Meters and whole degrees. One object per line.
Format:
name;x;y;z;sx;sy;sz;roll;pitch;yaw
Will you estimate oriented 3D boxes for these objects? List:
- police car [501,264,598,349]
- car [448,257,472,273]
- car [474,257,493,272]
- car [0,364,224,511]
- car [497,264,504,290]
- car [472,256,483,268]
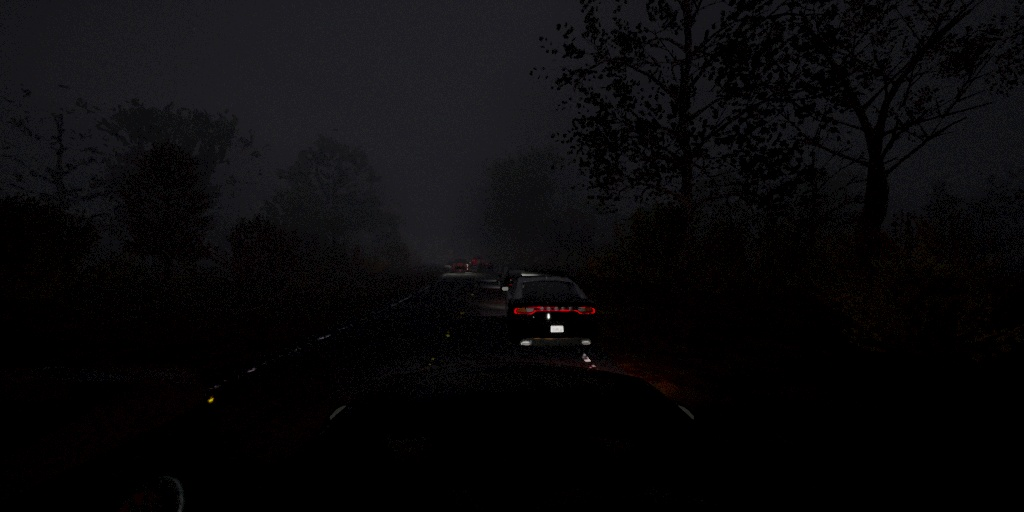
police car;0.774;1.175;9.352;1.930;1.638;5.238;0;0;-2
car;-6.233;1.099;43.163;2.097;1.767;4.553;0;0;-8
car;-3.581;1.223;47.117;1.882;1.535;5.008;0;0;-9
car;-3.142;1.276;0.918;1.812;1.442;4.674;0;0;0
car;0.312;1.275;19.311;1.812;1.442;4.674;0;0;-4
car;-5.994;0.965;60.674;2.150;2.045;5.566;0;0;-12
